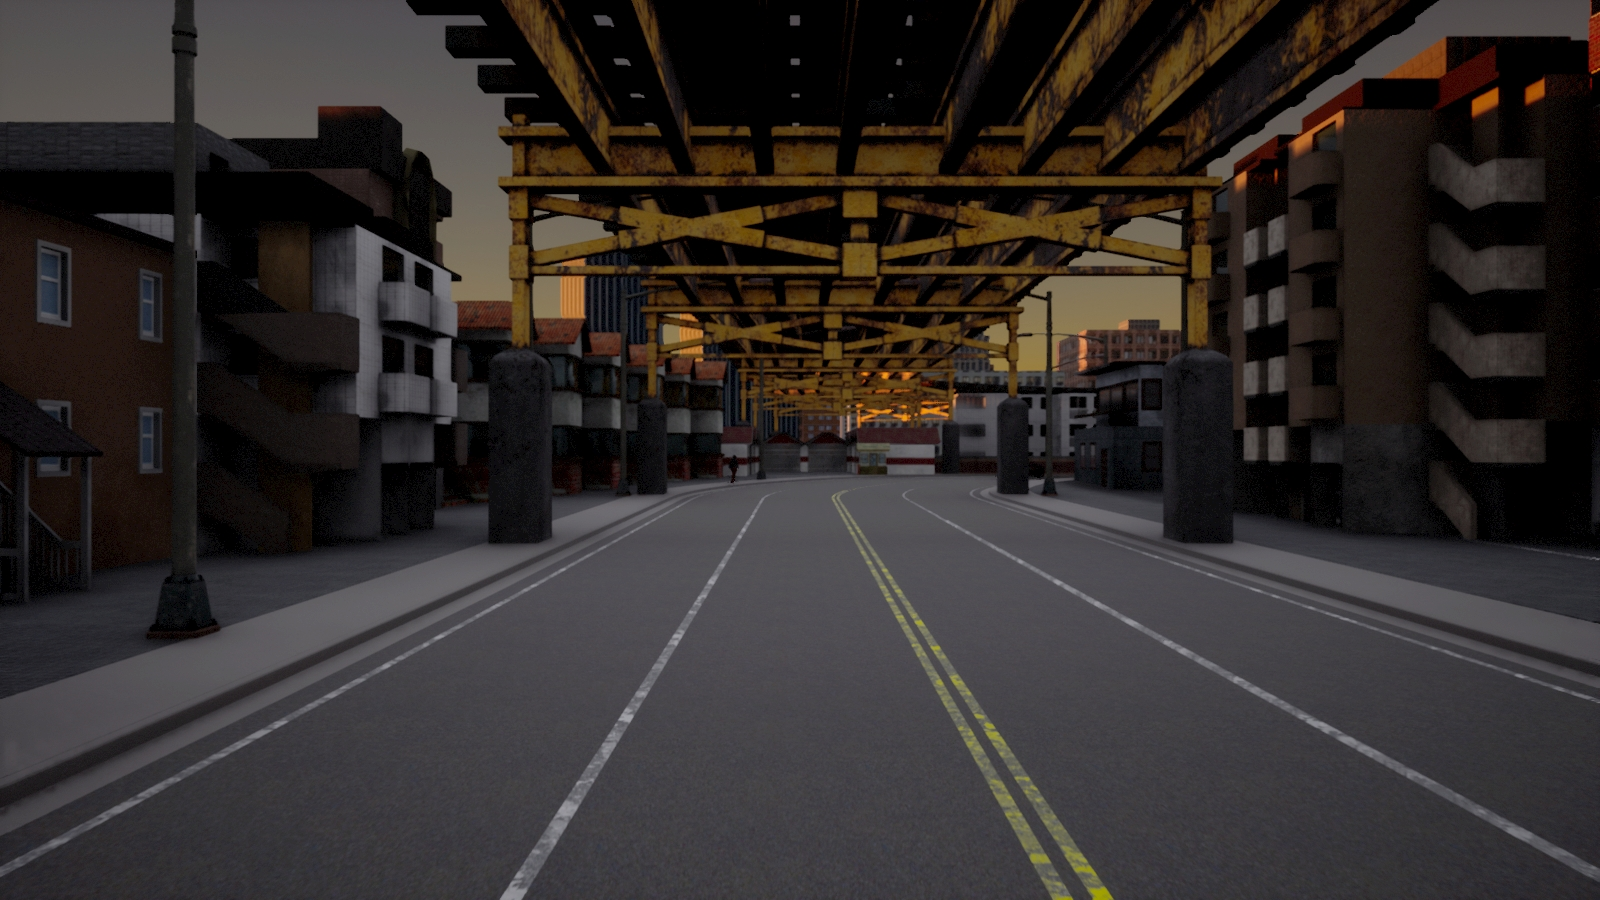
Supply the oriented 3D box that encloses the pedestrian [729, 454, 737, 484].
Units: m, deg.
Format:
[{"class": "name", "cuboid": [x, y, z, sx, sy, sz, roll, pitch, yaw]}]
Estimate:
[{"class": "pedestrian", "cuboid": [-4.172, 1.167, 71.592, 0.375, 1.860, 0.375, 0, 0, 22]}]
